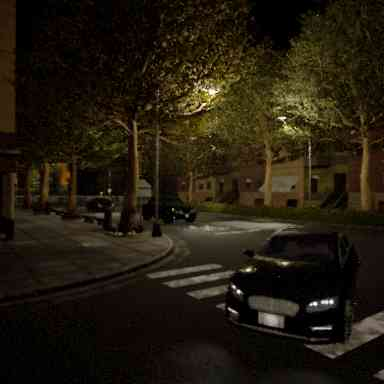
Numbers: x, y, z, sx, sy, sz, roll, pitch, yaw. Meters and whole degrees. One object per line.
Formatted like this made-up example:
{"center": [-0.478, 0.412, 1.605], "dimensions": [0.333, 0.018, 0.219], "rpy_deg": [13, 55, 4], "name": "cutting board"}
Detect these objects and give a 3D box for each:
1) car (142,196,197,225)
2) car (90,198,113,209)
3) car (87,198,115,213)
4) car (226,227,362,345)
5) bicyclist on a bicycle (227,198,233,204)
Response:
{"center": [-1.912, 1.329, 25.816], "dimensions": [2.150, 2.045, 5.566], "rpy_deg": [1, 0, -35], "name": "car"}
{"center": [-13.253, 1.645, 48.539], "dimensions": [1.837, 1.490, 4.892], "rpy_deg": [1, 0, -34], "name": "car"}
{"center": [-10.555, 1.462, 38.398], "dimensions": [2.097, 1.767, 4.553], "rpy_deg": [1, 0, -34], "name": "car"}
{"center": [2.300, 1.537, 6.776], "dimensions": [2.128, 1.511, 4.902], "rpy_deg": [1, 0, 29], "name": "car"}
{"center": [4.191, 1.503, 37.178], "dimensions": [1.656, 1.620, 0.582], "rpy_deg": [0, 0, -35], "name": "bicyclist on a bicycle"}
